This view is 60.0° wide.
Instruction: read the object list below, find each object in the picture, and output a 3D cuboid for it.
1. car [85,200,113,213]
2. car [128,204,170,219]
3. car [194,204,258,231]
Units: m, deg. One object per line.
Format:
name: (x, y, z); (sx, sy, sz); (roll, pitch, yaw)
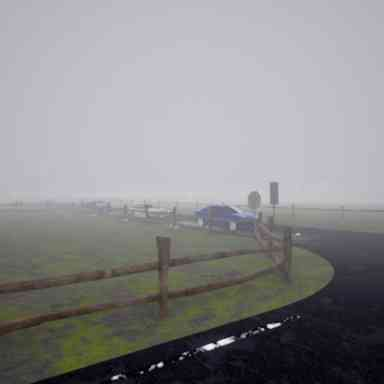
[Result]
car: (-11.127, 1.683, 39.500); (2.033, 1.411, 5.357); (0, 0, -35)
car: (-3.791, 1.692, 29.148); (1.895, 1.301, 4.718); (0, 0, -35)
car: (2.136, 1.538, 20.829); (1.882, 1.535, 5.008); (0, 0, -36)
